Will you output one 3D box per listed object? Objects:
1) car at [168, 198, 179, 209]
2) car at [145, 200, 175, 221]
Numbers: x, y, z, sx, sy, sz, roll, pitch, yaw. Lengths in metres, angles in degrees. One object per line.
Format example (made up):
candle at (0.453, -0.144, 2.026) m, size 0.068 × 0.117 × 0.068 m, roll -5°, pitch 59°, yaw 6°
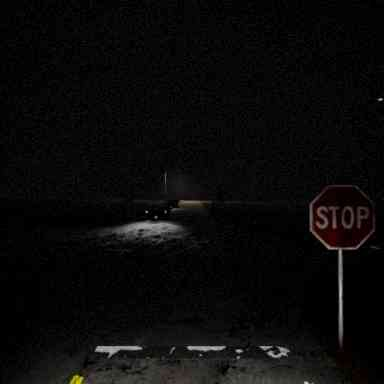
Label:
car at (-2.735, 1.564, 46.920) m, size 2.033 × 1.411 × 5.357 m, roll 0°, pitch 0°, yaw 0°
car at (-2.738, 1.613, 27.621) m, size 1.895 × 1.301 × 4.718 m, roll 0°, pitch 0°, yaw 0°
